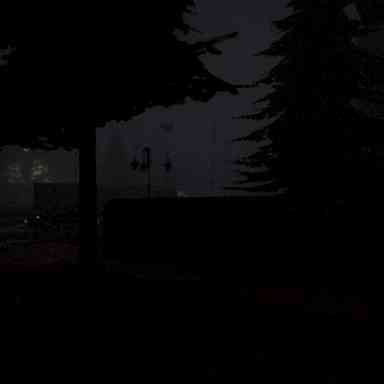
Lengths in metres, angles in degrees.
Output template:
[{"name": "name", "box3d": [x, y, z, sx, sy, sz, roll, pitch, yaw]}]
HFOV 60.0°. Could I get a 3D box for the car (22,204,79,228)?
[{"name": "car", "box3d": [-9.314, 1.637, 23.488, 2.128, 1.511, 4.902, 0, 0, 36]}]
